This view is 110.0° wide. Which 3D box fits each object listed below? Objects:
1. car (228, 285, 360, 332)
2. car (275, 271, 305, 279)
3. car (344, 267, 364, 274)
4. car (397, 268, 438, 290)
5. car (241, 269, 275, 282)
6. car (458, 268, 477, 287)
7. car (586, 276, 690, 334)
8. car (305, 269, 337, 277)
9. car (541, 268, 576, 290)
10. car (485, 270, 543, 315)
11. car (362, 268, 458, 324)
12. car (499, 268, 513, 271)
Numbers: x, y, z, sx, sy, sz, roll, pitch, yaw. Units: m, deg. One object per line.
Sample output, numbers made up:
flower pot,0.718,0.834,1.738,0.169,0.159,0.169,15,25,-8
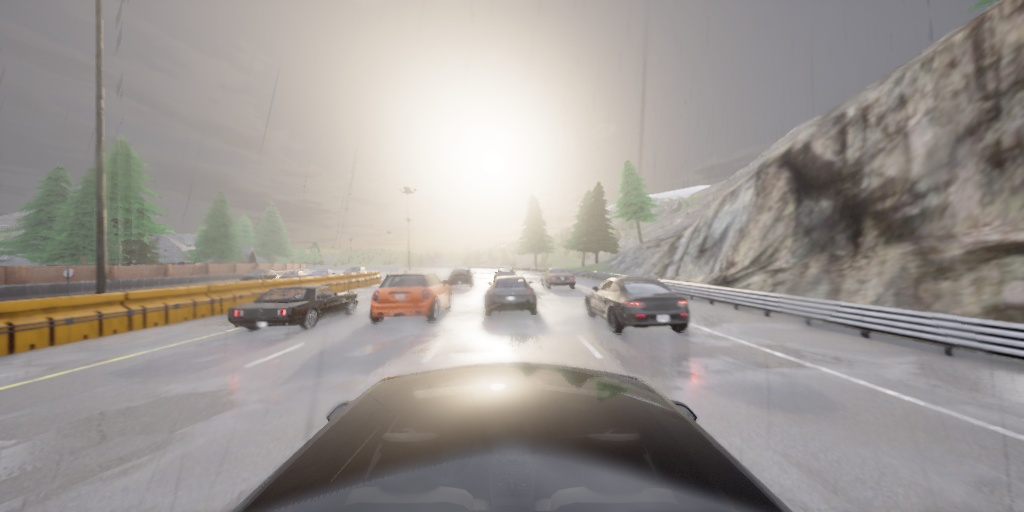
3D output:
car,-7.026,1.656,12.282,1.895,1.301,4.718,-1,-1,-1
car,-26.768,2.507,44.176,1.994,1.385,4.181,-1,-1,-9
car,-19.974,2.150,45.904,2.097,1.767,4.553,-1,-1,-9
car,-7.471,1.770,28.808,2.128,1.511,4.902,-1,-1,-3
car,-30.100,2.357,42.835,2.097,1.767,4.553,-1,-1,-9
car,-3.968,1.699,28.836,1.837,1.490,4.892,-1,0,-3
car,3.486,1.304,10.613,1.812,1.442,4.674,-1,-1,-1
car,-23.227,2.334,44.217,1.882,1.535,5.008,-1,-1,-9
car,3.163,1.519,25.163,2.033,1.411,5.357,-1,-1,-1
car,-0.052,1.479,14.527,1.994,1.385,4.181,-1,-1,-1
car,-3.545,1.337,13.445,2.097,1.767,4.553,-1,-1,-1
car,-0.517,1.686,29.841,1.994,1.385,4.181,-1,-1,-3
